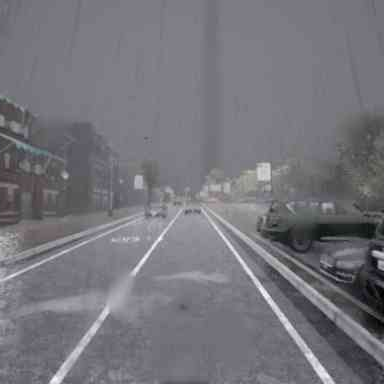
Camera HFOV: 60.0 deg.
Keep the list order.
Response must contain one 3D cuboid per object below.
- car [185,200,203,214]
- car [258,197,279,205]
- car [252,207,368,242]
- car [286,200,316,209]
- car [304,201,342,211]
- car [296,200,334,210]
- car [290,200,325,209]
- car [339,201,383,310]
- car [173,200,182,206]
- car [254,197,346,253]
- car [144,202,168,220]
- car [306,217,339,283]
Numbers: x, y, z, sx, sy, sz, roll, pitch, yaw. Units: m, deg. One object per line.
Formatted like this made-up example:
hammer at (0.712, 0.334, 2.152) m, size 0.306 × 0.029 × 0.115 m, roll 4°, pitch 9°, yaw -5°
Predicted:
car at (0.111, 1.995, 41.484) m, size 1.895 × 1.301 × 4.718 m, roll 0°, pitch -1°, yaw 0°
car at (18.778, 2.218, 81.592) m, size 4.553 × 1.767 × 2.185 m, roll 0°, pitch -1°, yaw 0°
car at (5.596, 1.554, 16.324) m, size 4.892 × 1.521 × 2.231 m, roll 0°, pitch 0°, yaw 0°
car at (18.720, 2.083, 57.256) m, size 4.674 × 1.452 × 2.002 m, roll 0°, pitch -1°, yaw 0°
car at (18.711, 1.964, 47.558) m, size 4.674 × 1.452 × 2.002 m, roll 0°, pitch -1°, yaw 0°
car at (18.722, 1.962, 50.707) m, size 5.008 × 1.535 × 2.097 m, roll 0°, pitch -1°, yaw 0°
car at (18.714, 2.004, 53.980) m, size 4.892 × 1.521 × 2.231 m, roll 0°, pitch -1°, yaw 0°
car at (5.625, 1.232, 5.115) m, size 5.566 × 2.045 × 2.435 m, roll 0°, pitch 0°, yaw 0°
car at (-3.231, 2.369, 73.985) m, size 1.895 × 1.301 × 4.718 m, roll 0°, pitch -1°, yaw 0°
car at (5.629, 1.279, 13.525) m, size 5.566 × 2.045 × 2.435 m, roll 0°, pitch 0°, yaw 0°
car at (-3.339, 1.760, 31.629) m, size 2.128 × 1.511 × 4.902 m, roll 0°, pitch -1°, yaw 0°
car at (5.603, 1.495, 7.919) m, size 4.892 × 1.521 × 2.231 m, roll 0°, pitch 0°, yaw 0°
